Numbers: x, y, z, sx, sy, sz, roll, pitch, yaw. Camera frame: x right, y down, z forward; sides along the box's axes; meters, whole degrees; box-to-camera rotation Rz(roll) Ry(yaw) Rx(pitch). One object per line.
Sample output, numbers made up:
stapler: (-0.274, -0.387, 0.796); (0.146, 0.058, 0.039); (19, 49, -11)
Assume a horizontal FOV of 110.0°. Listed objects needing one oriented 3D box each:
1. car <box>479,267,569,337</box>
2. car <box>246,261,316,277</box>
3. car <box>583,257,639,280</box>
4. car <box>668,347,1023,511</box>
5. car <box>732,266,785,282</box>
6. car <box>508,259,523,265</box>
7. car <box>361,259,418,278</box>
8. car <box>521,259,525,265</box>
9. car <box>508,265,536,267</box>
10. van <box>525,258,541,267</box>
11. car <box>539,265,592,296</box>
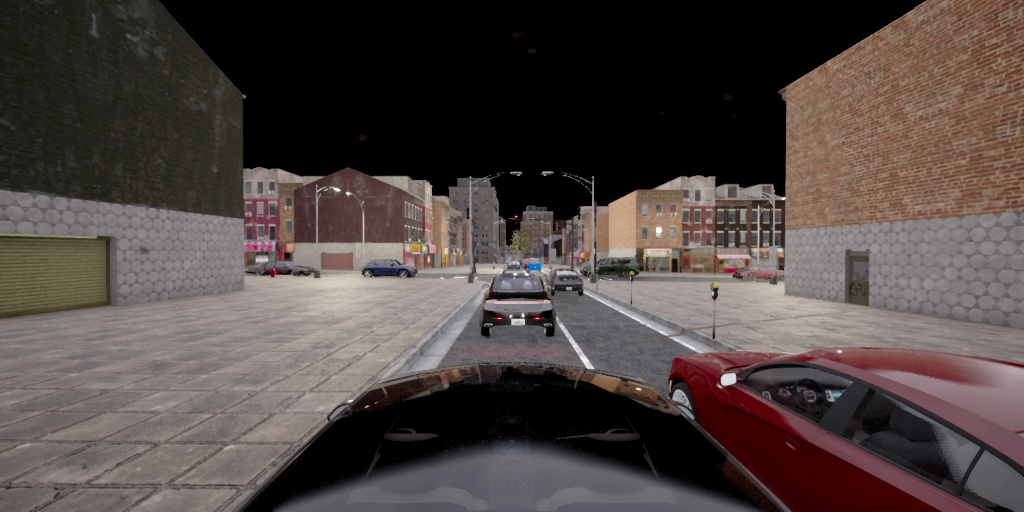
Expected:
car: (0.147, 1.244, 10.331); (2.128, 1.511, 4.902); (0, 0, 0)
car: (-20.145, 1.109, 31.429); (5.357, 1.411, 2.033); (1, 1, 0)
car: (9.220, 1.134, 34.160); (5.566, 2.045, 2.150); (1, 1, 0)
car: (2.637, 1.295, 2.364); (1.888, 1.381, 4.507); (0, 0, 0)
car: (23.394, 1.664, 34.059); (4.181, 1.385, 1.994); (1, 1, 0)
car: (0.353, 1.532, 55.405); (1.895, 1.301, 4.718); (0, 0, 1)
car: (-10.593, 1.042, 31.366); (4.553, 1.767, 2.097); (1, 1, 0)
car: (2.948, 1.255, 56.775); (2.192, 1.841, 5.009); (0, 0, 0)
car: (0.230, 1.371, 20.374); (1.895, 1.301, 4.718); (0, 0, 1)
van: (2.887, 1.215, 46.194); (1.690, 1.789, 3.998); (0, 0, 0)
car: (2.734, 1.318, 19.239); (2.007, 1.370, 4.403); (0, 0, 0)
